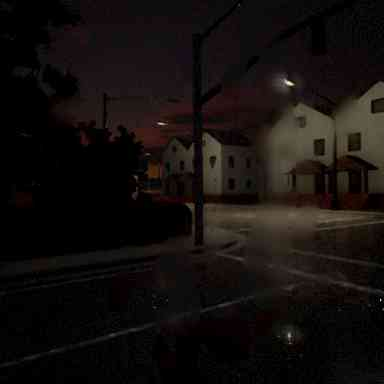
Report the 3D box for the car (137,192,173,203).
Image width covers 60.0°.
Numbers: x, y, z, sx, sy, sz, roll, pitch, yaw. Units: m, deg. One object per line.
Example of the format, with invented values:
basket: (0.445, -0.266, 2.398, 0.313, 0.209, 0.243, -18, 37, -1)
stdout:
car: (-4.143, 0.995, 36.417, 2.150, 2.045, 5.566, -1, 1, -35)
